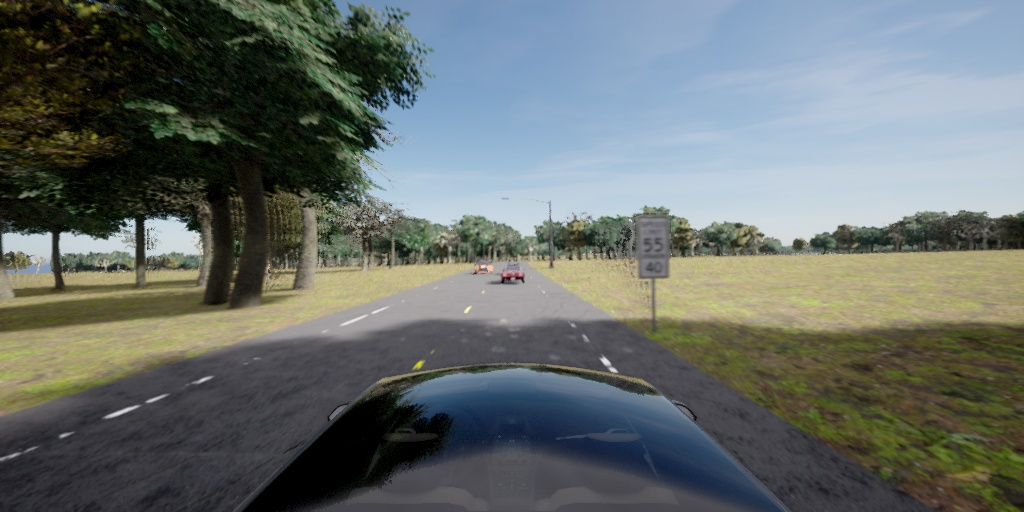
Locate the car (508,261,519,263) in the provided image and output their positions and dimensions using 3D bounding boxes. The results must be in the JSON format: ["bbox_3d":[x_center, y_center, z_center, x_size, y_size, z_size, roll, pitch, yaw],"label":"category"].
[{"bbox_3d":[0.174,1.332,43.018,2.128,1.511,4.902,-1,0,1],"label":"car"}]

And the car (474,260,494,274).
[{"bbox_3d":[-3.371,1.303,43.792,2.097,1.767,4.553,-1,0,0],"label":"car"}]

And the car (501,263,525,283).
[{"bbox_3d":[0.090,1.461,29.326,1.895,1.301,4.718,-1,0,1],"label":"car"}]
